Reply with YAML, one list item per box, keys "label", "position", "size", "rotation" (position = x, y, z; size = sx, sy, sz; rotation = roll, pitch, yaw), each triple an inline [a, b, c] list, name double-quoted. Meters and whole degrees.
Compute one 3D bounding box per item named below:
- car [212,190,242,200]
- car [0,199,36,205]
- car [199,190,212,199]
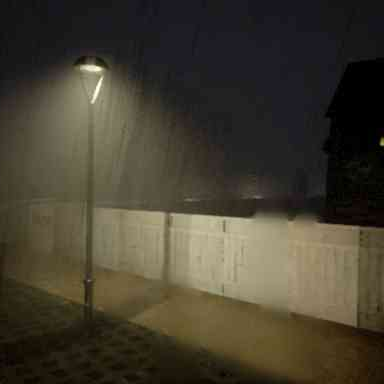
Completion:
- label: "car"
  position: [5.611, 0.588, 50.804]
  size: [1.895, 1.301, 4.718]
  rotation: [5, 4, 42]
- label: "car"
  position: [-11.145, 1.186, 22.165]
  size: [1.812, 1.442, 4.674]
  rotation: [5, 4, 42]
- label: "car"
  position: [3.192, 0.391, 52.965]
  size: [1.895, 1.301, 4.718]
  rotation: [5, 4, 42]
